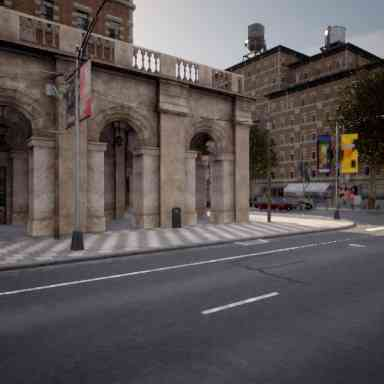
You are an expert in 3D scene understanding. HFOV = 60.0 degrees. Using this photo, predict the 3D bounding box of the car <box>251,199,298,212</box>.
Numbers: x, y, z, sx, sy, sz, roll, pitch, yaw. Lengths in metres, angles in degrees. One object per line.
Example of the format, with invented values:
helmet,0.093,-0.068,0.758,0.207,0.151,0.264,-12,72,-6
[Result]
car,9.687,1.600,39.537,1.895,1.301,4.718,0,0,-36

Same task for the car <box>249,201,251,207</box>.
car,7.043,1.563,49.233,1.994,1.385,4.181,0,0,-35

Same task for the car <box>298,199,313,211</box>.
car,12.786,1.563,41.223,1.994,1.385,4.181,0,0,-36

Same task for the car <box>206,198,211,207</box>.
car,1.152,1.594,46.027,1.895,1.301,4.718,0,0,-36

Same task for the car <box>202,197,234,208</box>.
car,3.701,1.503,47.879,1.837,1.490,4.892,0,0,-36
